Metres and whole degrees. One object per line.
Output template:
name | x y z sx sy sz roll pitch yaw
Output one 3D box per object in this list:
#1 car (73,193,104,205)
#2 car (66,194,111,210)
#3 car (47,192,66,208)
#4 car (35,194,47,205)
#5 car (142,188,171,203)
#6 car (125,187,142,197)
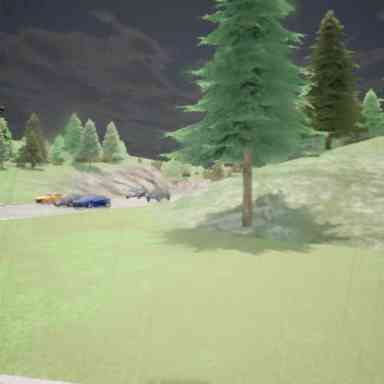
car | -14.176 0.932 45.800 1.994 1.385 4.181 1 1 19
car | -10.467 0.998 34.890 1.882 1.535 5.008 1 1 19
car | -13.336 0.964 37.339 2.128 1.511 4.902 1 1 19
car | -18.453 0.837 44.082 1.882 1.535 5.008 1 1 19
car | -5.053 0.399 50.794 2.150 2.045 5.566 1 1 18
car | -8.371 0.174 51.900 2.150 2.045 5.566 1 1 18
